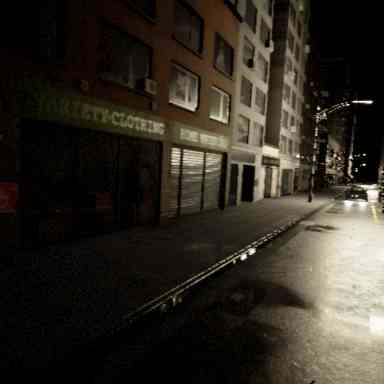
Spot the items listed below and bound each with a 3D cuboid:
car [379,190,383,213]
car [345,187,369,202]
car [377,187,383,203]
[{"bbox_3d":[13.207,0.850,20.915,1.994,1.385,4.181,5,4,27],"label":"car"},{"bbox_3d":[16.952,0.163,34.124,1.994,1.385,4.181,5,4,27],"label":"car"},{"bbox_3d":[19.585,0.314,33.104,2.128,1.511,4.902,5,5,28],"label":"car"}]
